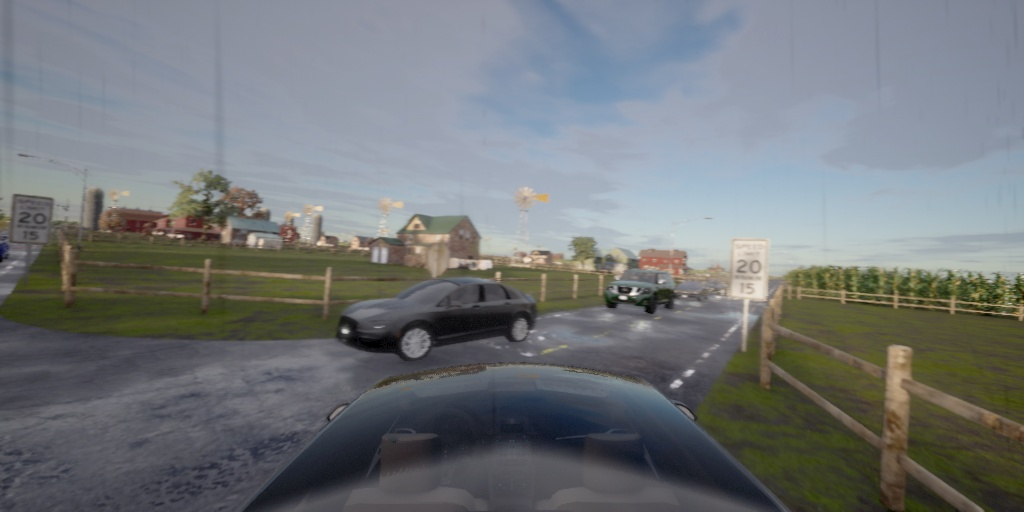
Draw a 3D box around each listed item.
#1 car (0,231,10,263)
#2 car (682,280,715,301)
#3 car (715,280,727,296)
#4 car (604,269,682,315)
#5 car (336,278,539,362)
[{"bbox_3d":[-27.250,-0.548,18.229,5.008,1.535,1.882,4,-1,38],"label":"car"},{"bbox_3d":[14.156,2.669,28.130,2.033,1.411,5.357,3,-1,37],"label":"car"},{"bbox_3d":[20.836,3.212,36.877,1.837,1.490,4.892,3,-1,38],"label":"car"},{"bbox_3d":[6.665,1.683,18.231,2.150,2.045,5.566,3,-2,37],"label":"car"},{"bbox_3d":[-1.377,1.263,8.306,1.837,1.490,4.892,3,-1,43],"label":"car"}]
